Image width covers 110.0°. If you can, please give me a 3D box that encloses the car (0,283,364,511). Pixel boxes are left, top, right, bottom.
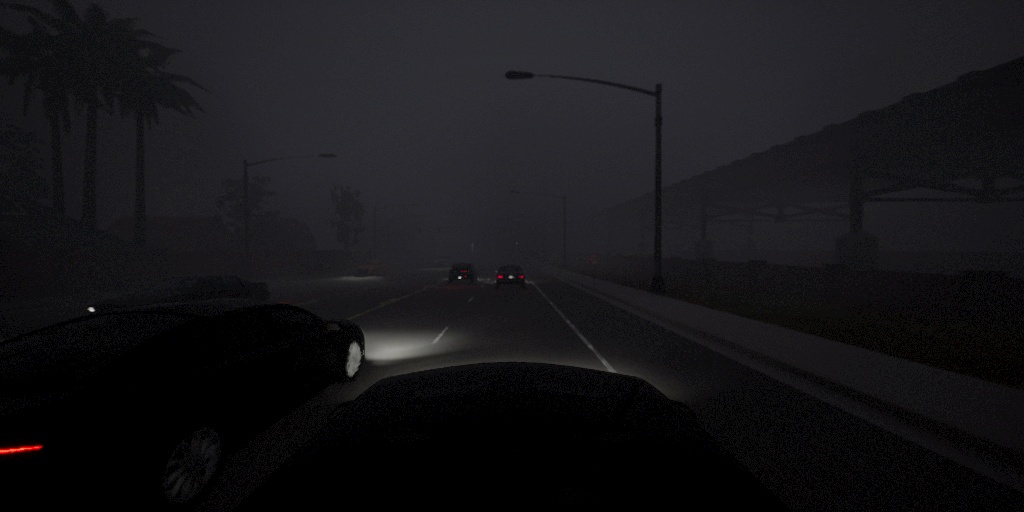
[{"bbox_3d":[-3.424,1.269,4.228,1.837,1.490,4.892,0,0,0],"label":"car"}]

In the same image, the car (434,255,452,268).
[{"bbox_3d":[-11.048,0.893,58.216,2.150,2.045,5.566,0,1,-1],"label":"car"}]

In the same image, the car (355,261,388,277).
[{"bbox_3d":[-14.421,1.250,37.033,1.882,1.535,5.008,0,0,0],"label":"car"}]

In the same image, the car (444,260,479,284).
[{"bbox_3d":[-3.634,1.251,27.203,1.837,1.490,4.892,0,0,-1],"label":"car"}]

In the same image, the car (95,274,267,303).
[{"bbox_3d":[-10.685,1.341,12.210,2.033,1.411,5.357,0,0,-1],"label":"car"}]

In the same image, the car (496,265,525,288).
[{"bbox_3d":[-0.100,1.281,23.480,2.033,1.411,5.357,0,0,-1],"label":"car"}]
